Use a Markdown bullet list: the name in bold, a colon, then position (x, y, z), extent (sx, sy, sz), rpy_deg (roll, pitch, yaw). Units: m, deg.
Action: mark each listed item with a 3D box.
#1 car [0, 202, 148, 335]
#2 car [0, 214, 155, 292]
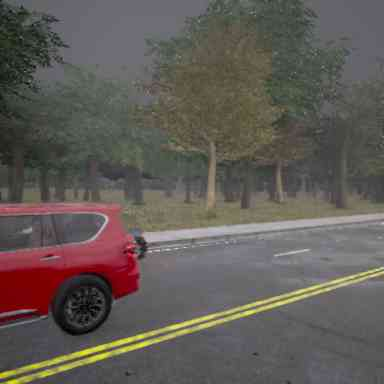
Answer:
- **car**: position (-3.527, 1.221, 5.162), extent (5.566, 2.045, 2.150), rpy_deg (0, 0, -36)
- **car**: position (-3.601, 1.499, 9.101), extent (4.892, 1.490, 1.837), rpy_deg (0, 0, -36)
